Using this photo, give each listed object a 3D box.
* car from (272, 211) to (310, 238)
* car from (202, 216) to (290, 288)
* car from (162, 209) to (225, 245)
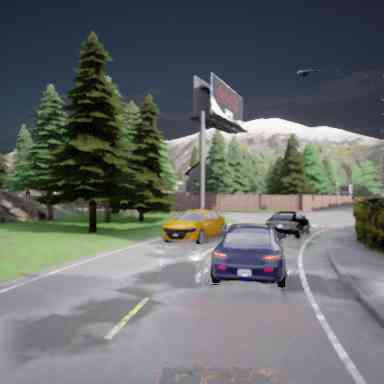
[{"bbox_3d":[5.587,1.780,19.389,1.994,1.385,4.181,0,-1,28],"label":"car"},{"bbox_3d":[1.709,1.630,9.551,1.812,1.442,4.674,0,-1,14],"label":"car"},{"bbox_3d":[0.238,1.655,16.854,1.882,1.535,5.008,0,-1,23],"label":"car"}]
